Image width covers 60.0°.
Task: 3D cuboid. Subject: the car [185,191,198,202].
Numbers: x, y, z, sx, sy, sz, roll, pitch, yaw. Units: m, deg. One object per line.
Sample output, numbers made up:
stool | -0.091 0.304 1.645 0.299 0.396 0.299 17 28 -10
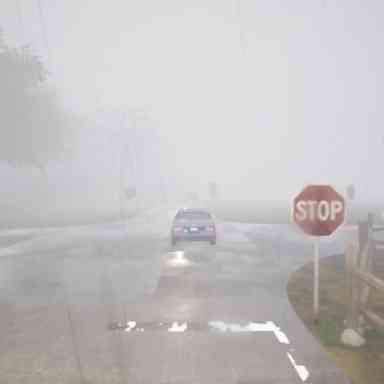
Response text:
car | -0.059 0.806 61.452 2.150 2.045 5.566 0 0 0

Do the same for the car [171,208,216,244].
car | 0.056 1.409 14.867 2.033 1.411 5.357 0 1 0

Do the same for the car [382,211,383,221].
car | 12.981 0.892 17.240 5.566 2.045 2.150 -1 1 -1
